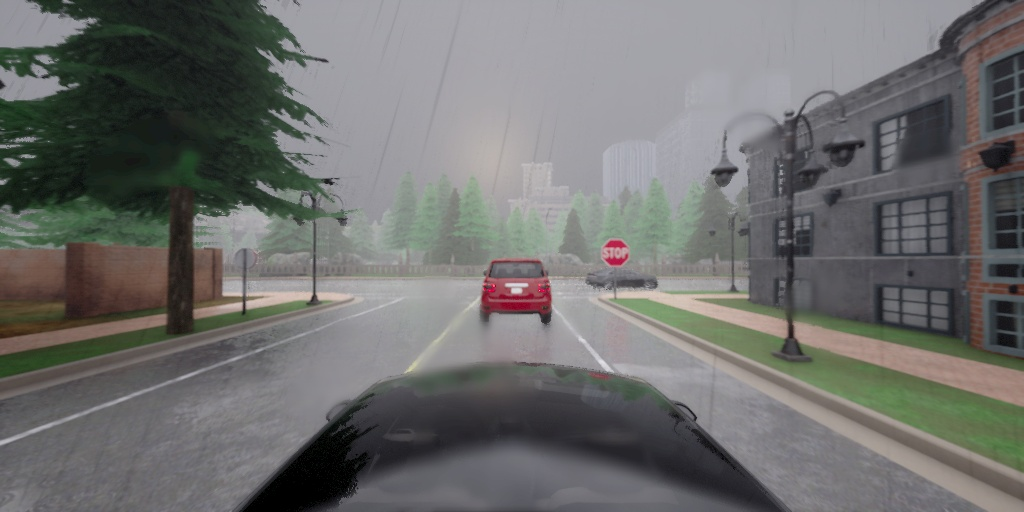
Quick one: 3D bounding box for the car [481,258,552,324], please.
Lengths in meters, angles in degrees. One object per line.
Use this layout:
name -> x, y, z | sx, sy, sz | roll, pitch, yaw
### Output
car -> 0.142, 1.105, 12.678 | 2.150, 2.045, 5.566 | 0, -1, 0

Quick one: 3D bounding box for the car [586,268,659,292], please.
car -> 7.464, 1.559, 24.301 | 4.902, 1.511, 2.128 | 0, -1, -10
